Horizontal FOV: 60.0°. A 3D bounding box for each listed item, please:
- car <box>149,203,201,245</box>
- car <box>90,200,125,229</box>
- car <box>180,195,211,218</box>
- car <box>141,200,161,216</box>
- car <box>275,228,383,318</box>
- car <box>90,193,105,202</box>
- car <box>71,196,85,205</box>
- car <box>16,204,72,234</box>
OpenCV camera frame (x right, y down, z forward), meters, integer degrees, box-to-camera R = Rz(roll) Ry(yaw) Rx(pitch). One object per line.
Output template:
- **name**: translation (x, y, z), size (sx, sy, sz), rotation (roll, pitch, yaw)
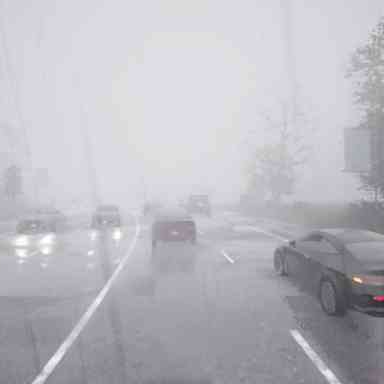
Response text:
- **car**: translation (-0.937, 1.491, 15.727), size (1.882, 1.535, 5.008), rotation (0, 0, -6)
- **car**: translation (-5.533, 1.530, 22.036), size (1.837, 1.490, 4.892), rotation (0, 0, -9)
- **car**: translation (0.188, 1.245, 30.707), size (2.150, 2.045, 5.566), rotation (0, 0, -12)
- **car**: translation (-4.070, 1.509, 33.626), size (1.882, 1.535, 5.008), rotation (0, 0, -13)
- **car**: translation (3.279, 1.523, 7.327), size (1.812, 1.442, 4.674), rotation (0, 0, -3)
- **car**: translation (-17.266, 1.294, 60.803), size (2.150, 2.045, 5.566), rotation (0, 0, -24)
- **car**: translation (-20.268, 1.413, 58.870), size (2.097, 1.767, 4.553), rotation (0, 0, -24)
- **car**: translation (-8.687, 1.593, 19.570), size (1.994, 1.385, 4.181), rotation (0, 0, -9)
